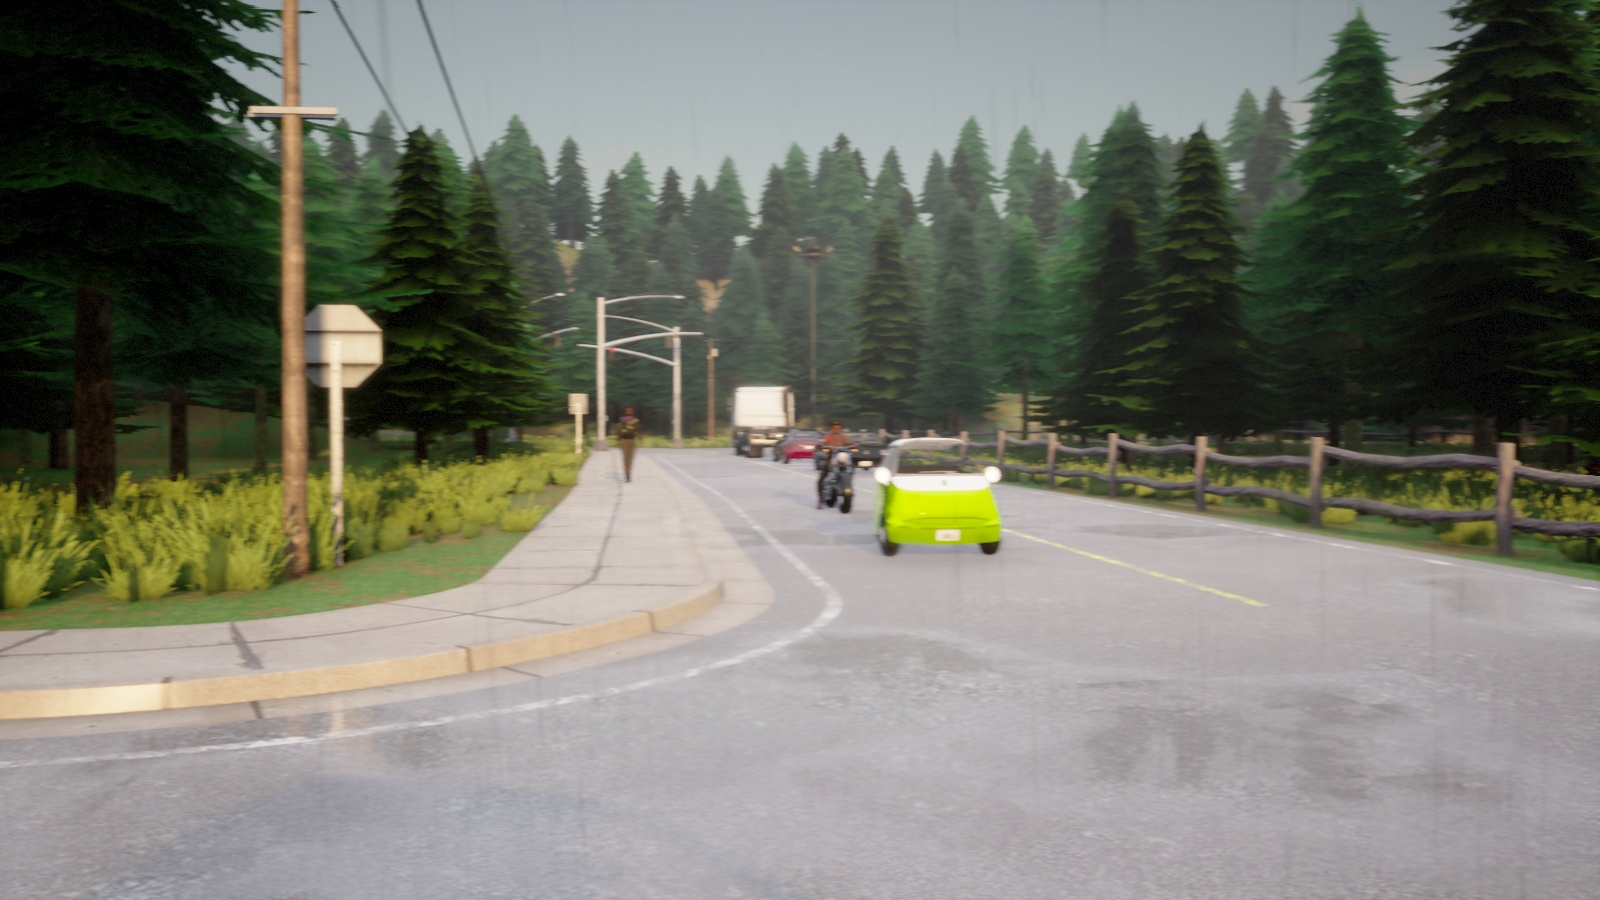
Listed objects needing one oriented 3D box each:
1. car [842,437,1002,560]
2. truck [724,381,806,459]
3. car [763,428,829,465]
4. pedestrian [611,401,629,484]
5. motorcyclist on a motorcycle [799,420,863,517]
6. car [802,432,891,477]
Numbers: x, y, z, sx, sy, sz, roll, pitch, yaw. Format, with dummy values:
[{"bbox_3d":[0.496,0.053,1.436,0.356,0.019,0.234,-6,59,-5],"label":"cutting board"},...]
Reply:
[{"bbox_3d":[1.434,0.540,15.415,1.481,1.376,2.207,0,1,-7],"label":"car"},{"bbox_3d":[-1.779,-1.426,59.764,2.891,3.462,7.936,0,1,-9],"label":"truck"},{"bbox_3d":[-0.218,-0.167,49.908,1.994,1.385,4.181,0,1,-9],"label":"car"},{"bbox_3d":[-4.222,-0.178,29.469,0.395,1.930,0.692,0,1,-11],"label":"pedestrian"},{"bbox_3d":[0.520,0.285,22.434,0.766,1.649,2.350,0,1,-8],"label":"motorcyclist on a motorcycle"},{"bbox_3d":[1.394,0.090,39.703,1.895,1.301,4.718,0,1,-9],"label":"car"}]
